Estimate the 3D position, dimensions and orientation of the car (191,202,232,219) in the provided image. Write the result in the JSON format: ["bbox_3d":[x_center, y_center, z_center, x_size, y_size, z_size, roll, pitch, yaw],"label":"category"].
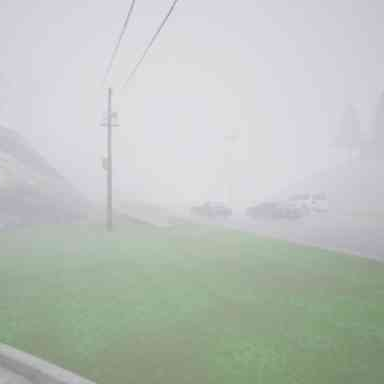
[{"bbox_3d":[1.528,1.544,28.487,1.895,1.301,4.718,0,0,-22],"label":"car"}]

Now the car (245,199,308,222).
[{"bbox_3d":[6.246,1.496,26.066,2.033,1.411,5.357,0,0,-22],"label":"car"}]

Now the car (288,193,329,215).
[{"bbox_3d":[11.017,1.156,33.050,2.150,2.045,5.566,0,0,-22],"label":"car"}]
